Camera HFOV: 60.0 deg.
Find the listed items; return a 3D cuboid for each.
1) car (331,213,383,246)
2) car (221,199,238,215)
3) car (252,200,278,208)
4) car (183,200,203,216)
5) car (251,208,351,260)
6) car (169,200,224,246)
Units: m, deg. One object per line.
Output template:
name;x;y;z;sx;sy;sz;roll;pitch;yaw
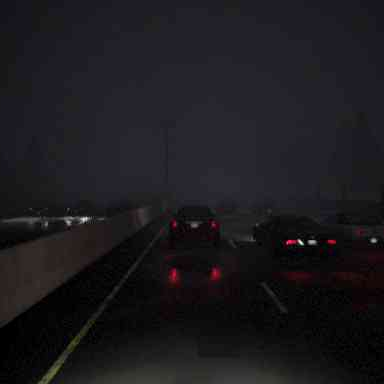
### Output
car;7.101;1.608;15.202;1.895;1.301;4.718;0;0;0
car;3.603;1.495;34.413;1.882;1.535;5.008;0;0;0
car;7.103;1.508;32.814;2.128;1.511;4.902;0;0;0
car;0.089;1.543;33.905;1.812;1.442;4.674;0;0;0
car;3.601;1.554;12.476;2.033;1.411;5.357;0;0;0
car;0.102;1.360;15.386;2.097;1.767;4.553;0;0;0
